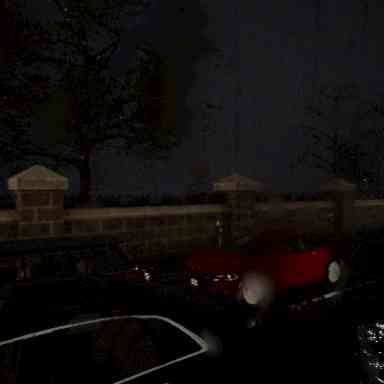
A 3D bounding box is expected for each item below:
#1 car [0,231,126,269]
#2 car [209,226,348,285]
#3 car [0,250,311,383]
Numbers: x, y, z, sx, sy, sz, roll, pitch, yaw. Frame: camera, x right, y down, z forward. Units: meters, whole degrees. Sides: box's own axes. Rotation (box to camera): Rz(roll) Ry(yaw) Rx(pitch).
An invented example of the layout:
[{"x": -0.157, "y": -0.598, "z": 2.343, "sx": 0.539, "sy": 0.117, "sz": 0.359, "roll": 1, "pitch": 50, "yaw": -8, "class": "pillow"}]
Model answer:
[{"x": -2.630, "y": 1.440, "z": 4.688, "sx": 4.097, "sy": 1.590, "sz": 1.967, "roll": 0, "pitch": 0, "yaw": -35, "class": "car"}, {"x": 1.877, "y": 1.543, "z": 7.901, "sx": 4.507, "sy": 1.381, "sz": 1.887, "roll": 0, "pitch": 0, "yaw": -35, "class": "car"}, {"x": -1.491, "y": 1.506, "z": 2.303, "sx": 4.892, "sy": 1.490, "sz": 1.837, "roll": 0, "pitch": 0, "yaw": -35, "class": "car"}]
